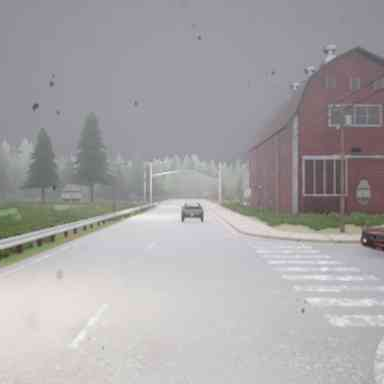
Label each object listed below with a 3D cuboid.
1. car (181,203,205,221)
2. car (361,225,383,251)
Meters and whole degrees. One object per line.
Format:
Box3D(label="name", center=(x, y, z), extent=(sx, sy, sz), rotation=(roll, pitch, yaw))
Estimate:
Box3D(label="car", center=(0.058, 1.671, 29.225), extent=(2.128, 1.511, 4.902), rotation=(0, 0, 0))
Box3D(label="car", center=(9.083, 1.555, 12.556), extent=(5.008, 1.535, 1.882), rotation=(0, 0, 3))
